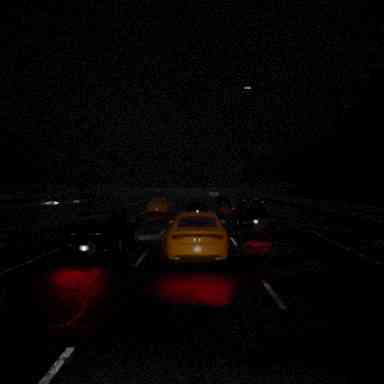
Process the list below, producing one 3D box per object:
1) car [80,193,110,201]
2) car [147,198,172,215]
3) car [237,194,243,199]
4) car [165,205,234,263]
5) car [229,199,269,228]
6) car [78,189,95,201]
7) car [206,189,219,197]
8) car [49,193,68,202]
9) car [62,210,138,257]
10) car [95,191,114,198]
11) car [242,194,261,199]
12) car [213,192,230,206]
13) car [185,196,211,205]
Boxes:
[{"bbox_3d":[-13.356,1.244,46.051,1.895,1.301,4.718,0,1,1],"label":"car"},{"bbox_3d":[-2.987,1.310,31.080,1.882,1.535,5.008,0,1,1],"label":"car"},{"bbox_3d":[7.821,1.069,50.093,1.837,1.490,4.892,0,1,1],"label":"car"},{"bbox_3d":[0.180,1.445,11.833,1.882,1.535,5.008,0,0,1],"label":"car"},{"bbox_3d":[3.718,1.415,21.522,1.837,1.490,4.892,0,0,1],"label":"car"},{"bbox_3d":[-19.906,0.552,63.528,2.150,2.045,5.566,0,1,1],"label":"car"},{"bbox_3d":[4.810,0.347,73.234,2.150,2.045,5.566,0,1,1],"label":"car"},{"bbox_3d":[-23.529,0.951,58.700,1.812,1.442,4.674,0,1,2],"label":"car"},{"bbox_3d":[-3.310,1.469,12.696,1.837,1.490,4.892,0,0,1],"label":"car"},{"bbox_3d":[-16.397,0.872,63.824,2.033,1.411,5.357,0,1,1],"label":"car"},{"bbox_3d":[7.469,1.249,39.789,1.812,1.442,4.674,0,1,3],"label":"car"},{"bbox_3d":[4.236,1.136,46.236,1.837,1.490,4.892,0,1,1],"label":"car"},{"bbox_3d":[0.488,1.348,29.818,1.837,1.490,4.892,0,1,1],"label":"car"}]
